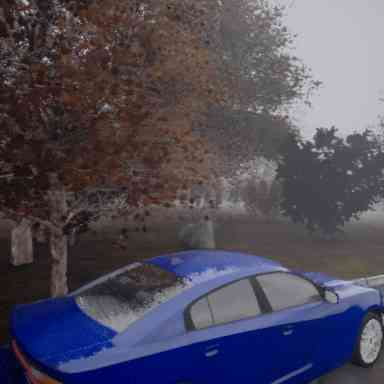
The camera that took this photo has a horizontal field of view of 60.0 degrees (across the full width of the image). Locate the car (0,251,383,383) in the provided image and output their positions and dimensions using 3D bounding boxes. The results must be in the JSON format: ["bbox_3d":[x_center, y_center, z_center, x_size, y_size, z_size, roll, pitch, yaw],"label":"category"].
[{"bbox_3d":[0.486,1.498,4.124,5.008,1.535,2.097,1,0,-36],"label":"car"}]
